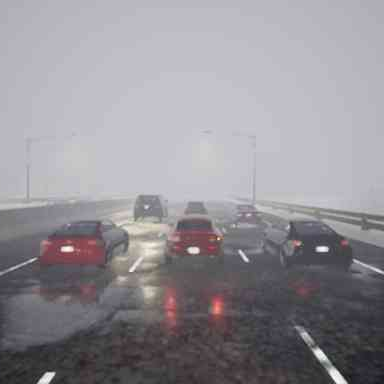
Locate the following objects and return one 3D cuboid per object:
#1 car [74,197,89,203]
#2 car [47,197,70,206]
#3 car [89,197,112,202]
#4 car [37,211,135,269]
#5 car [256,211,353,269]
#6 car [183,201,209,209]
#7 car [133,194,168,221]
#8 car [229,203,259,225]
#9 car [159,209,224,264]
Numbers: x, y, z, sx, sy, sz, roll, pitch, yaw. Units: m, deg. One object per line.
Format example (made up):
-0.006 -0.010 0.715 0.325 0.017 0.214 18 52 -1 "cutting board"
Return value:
-16.775 1.519 51.557 1.994 1.385 4.181 0 0 2 "car"
-20.304 1.444 50.774 2.128 1.511 4.902 0 0 2 "car"
-13.317 1.504 50.558 2.033 1.411 5.357 0 0 2 "car"
-3.390 1.543 11.136 1.994 1.385 4.181 0 0 1 "car"
3.610 1.546 11.137 1.994 1.385 4.181 0 0 1 "car"
0.310 1.474 27.599 1.837 1.490 4.892 0 0 1 "car"
-3.213 1.190 26.576 2.150 2.045 5.566 0 0 1 "car"
3.723 1.520 23.756 2.033 1.411 5.357 0 0 1 "car"
0.115 1.509 11.718 1.812 1.442 4.674 0 -1 1 "car"
